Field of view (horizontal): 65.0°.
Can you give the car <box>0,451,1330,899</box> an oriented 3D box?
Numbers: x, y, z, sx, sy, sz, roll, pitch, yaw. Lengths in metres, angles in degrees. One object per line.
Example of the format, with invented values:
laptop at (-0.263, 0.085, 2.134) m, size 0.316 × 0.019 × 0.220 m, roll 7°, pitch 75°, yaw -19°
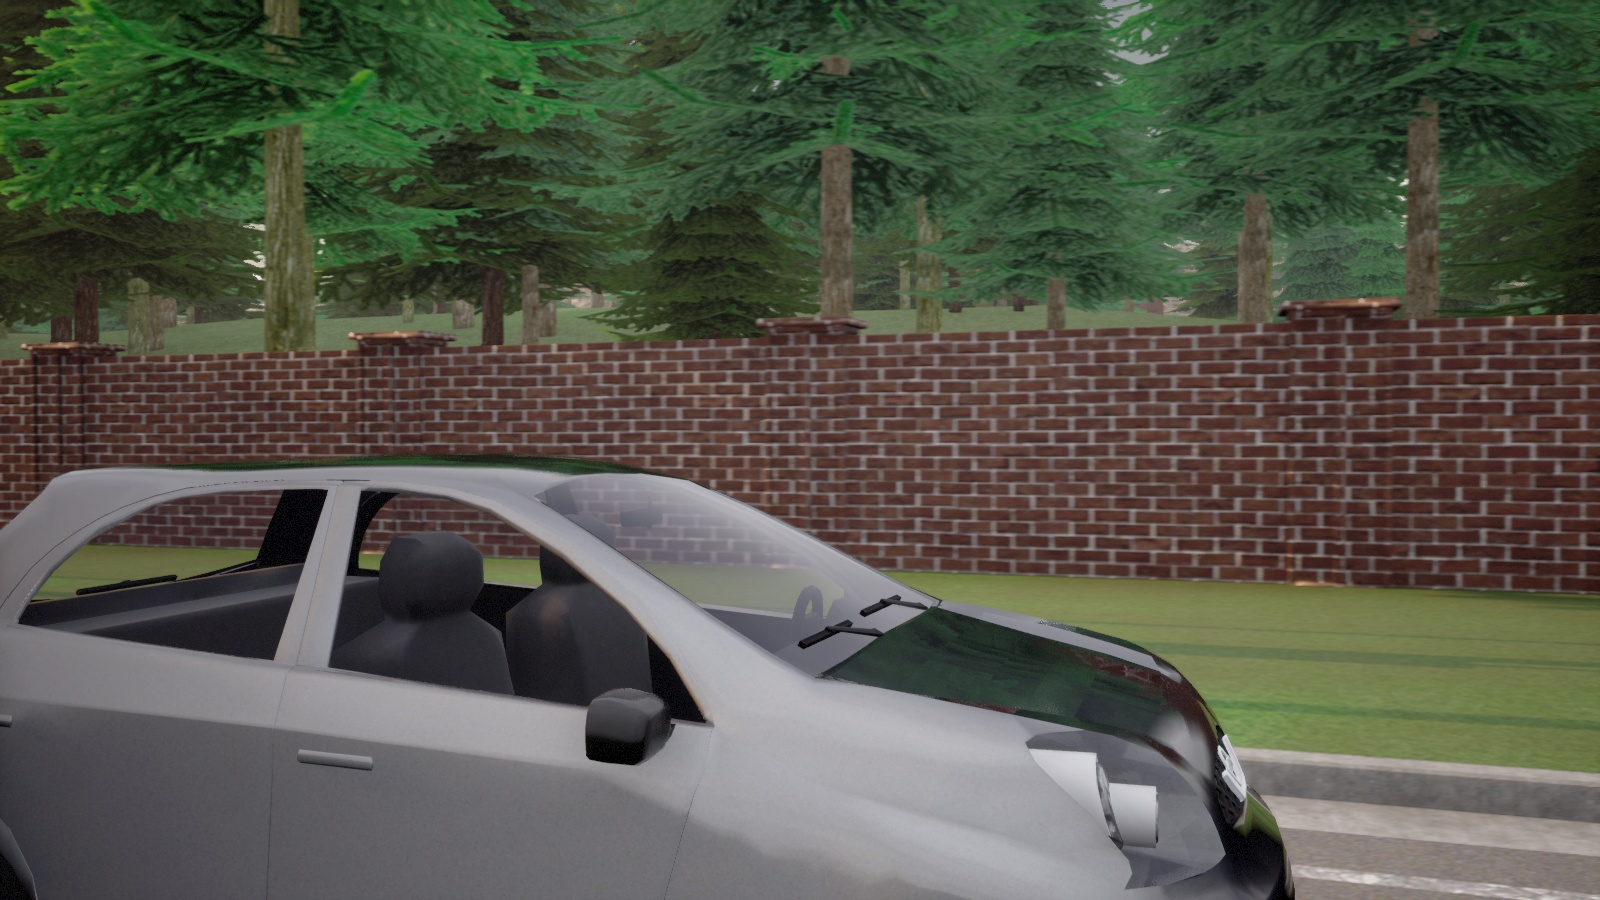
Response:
car at (-0.613, 0.784, 3.400) m, size 3.633 × 1.501 × 1.845 m, roll 1°, pitch 1°, yaw 19°
